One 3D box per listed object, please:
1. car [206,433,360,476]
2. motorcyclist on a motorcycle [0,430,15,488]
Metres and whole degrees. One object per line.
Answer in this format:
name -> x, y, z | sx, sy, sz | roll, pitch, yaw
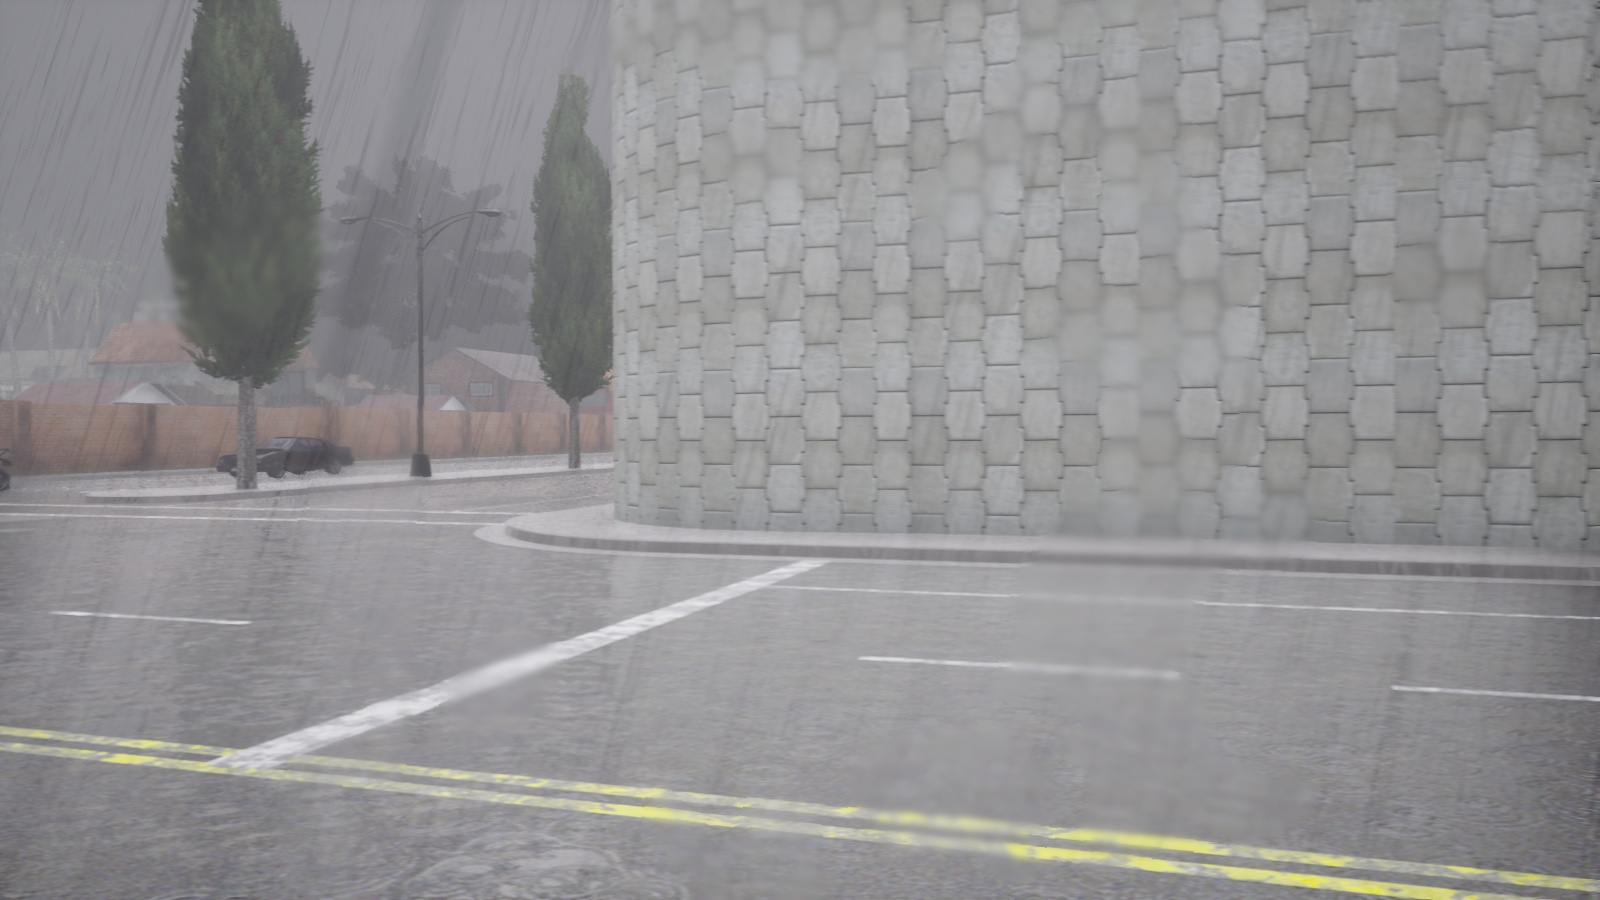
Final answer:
car -> -18.035, 0.099, 44.149 | 2.033, 1.411, 5.357 | 1, 1, 18
motorcyclist on a motorcycle -> -21.760, 0.256, 32.701 | 0.866, 1.530, 2.191 | 1, 1, 18
